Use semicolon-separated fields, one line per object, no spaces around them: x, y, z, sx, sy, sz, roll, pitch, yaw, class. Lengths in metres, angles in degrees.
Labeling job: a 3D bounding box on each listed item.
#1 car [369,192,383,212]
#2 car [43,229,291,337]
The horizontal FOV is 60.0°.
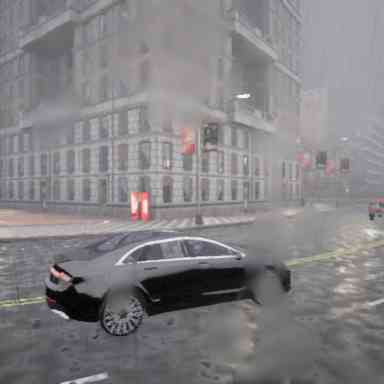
14.565;0.868;24.382;2.150;2.045;5.566;0;0;39;car
-0.244;1.487;6.555;4.902;1.511;2.128;0;0;-28;car
